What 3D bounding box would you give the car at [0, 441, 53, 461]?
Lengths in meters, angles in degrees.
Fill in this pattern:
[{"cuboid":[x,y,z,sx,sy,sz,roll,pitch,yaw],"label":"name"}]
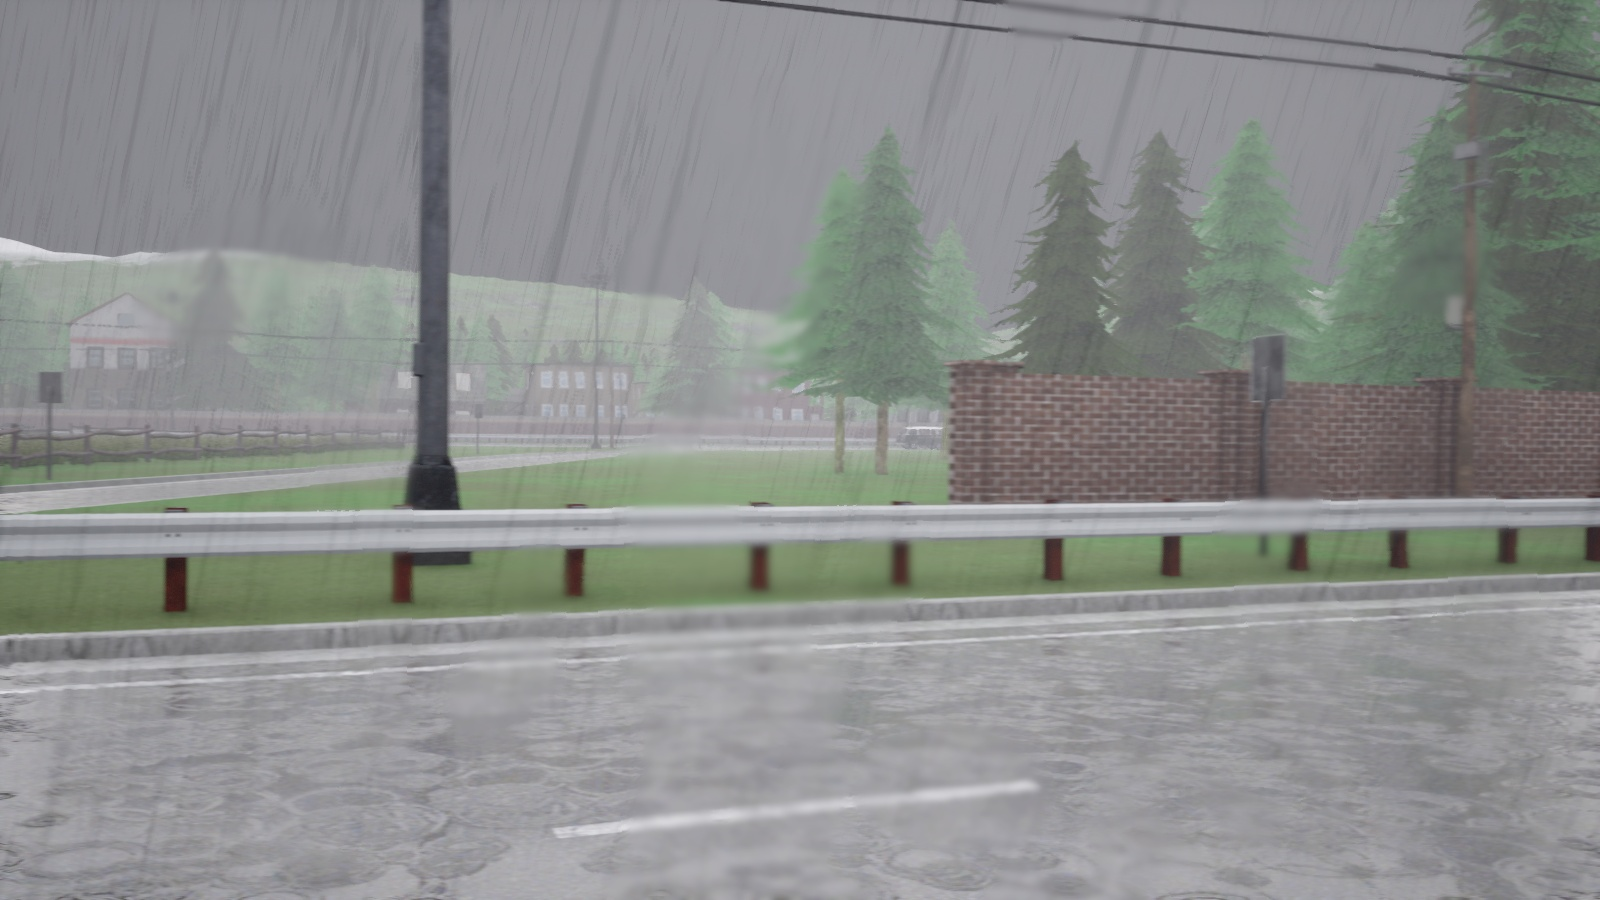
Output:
[{"cuboid":[-52.164,0.079,82.795,4.718,1.301,1.895,-1,1,-21],"label":"car"}]
